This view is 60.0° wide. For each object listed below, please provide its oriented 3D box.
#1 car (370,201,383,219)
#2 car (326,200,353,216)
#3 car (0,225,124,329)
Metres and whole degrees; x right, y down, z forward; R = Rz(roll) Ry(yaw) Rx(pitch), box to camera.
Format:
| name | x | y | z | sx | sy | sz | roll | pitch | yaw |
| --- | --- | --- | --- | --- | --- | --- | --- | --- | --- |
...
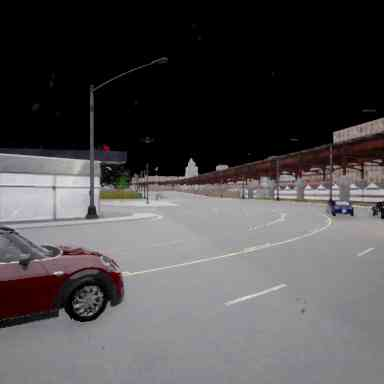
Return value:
| name | x | y | z | sx | sy | sz | roll | pitch | yaw |
| --- | --- | --- | --- | --- | --- | --- | --- | --- | --- |
| car | 16.933 | 1.505 | 28.851 | 1.837 | 1.490 | 4.892 | 1 | 0 | 16 |
| car | 14.141 | 1.526 | 31.959 | 1.812 | 1.442 | 4.674 | 0 | 0 | 13 |
| car | -3.520 | 1.352 | 5.724 | 4.553 | 1.767 | 2.097 | 0 | 0 | -35 |
